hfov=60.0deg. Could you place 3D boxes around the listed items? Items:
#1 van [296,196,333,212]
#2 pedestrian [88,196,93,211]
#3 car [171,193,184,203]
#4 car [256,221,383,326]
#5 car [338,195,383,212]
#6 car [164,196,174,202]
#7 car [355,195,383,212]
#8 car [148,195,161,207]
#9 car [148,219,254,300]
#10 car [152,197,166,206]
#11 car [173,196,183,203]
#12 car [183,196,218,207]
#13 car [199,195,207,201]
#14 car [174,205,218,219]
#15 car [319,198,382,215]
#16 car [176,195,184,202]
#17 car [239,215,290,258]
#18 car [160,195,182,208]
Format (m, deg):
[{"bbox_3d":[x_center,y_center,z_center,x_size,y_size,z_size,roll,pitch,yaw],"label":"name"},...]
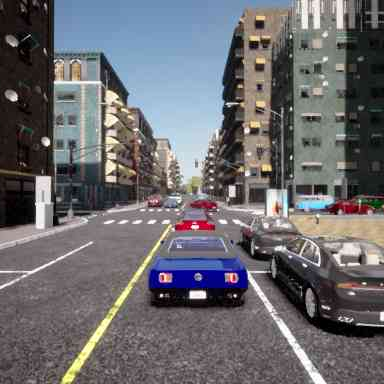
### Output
[{"bbox_3d":[13.863,1.296,37.514,3.998,1.788,1.690,0,0,1],"label":"van"},{"bbox_3d":[-12.421,1.347,40.729,0.375,1.860,0.375,0,0,1],"label":"pedestrian"},{"bbox_3d":[-2.923,1.244,58.710,2.150,2.045,5.566,0,0,1],"label":"car"},{"bbox_3d":[2.848,1.553,6.961,2.008,1.369,4.403,1,0,0],"label":"car"},{"bbox_3d":[19.390,1.228,37.460,5.009,1.841,2.192,0,0,1],"label":"car"},{"bbox_3d":[-5.471,1.597,78.641,1.947,1.339,4.313,1,0,0],"label":"car"},{"bbox_3d":[18.147,1.235,34.889,4.553,1.767,2.097,-1,-1,1],"label":"car"},{"bbox_3d":[-5.541,1.334,50.786,2.192,1.841,5.009,1,0,0],"label":"car"},{"bbox_3d":[0.121,1.603,8.347,1.895,1.301,4.718,0,0,0],"label":"car"},{"bbox_3d":[-5.530,1.566,56.357,1.887,1.381,4.507,1,0,0],"label":"car"},{"bbox_3d":[-2.827,1.591,68.652,1.994,1.385,4.181,0,0,0],"label":"car"},{"bbox_3d":[1.279,1.587,39.876,1.812,1.442,4.674,-2,1,-33],"label":"car"},{"bbox_3d":[2.938,1.581,89.721,1.887,1.381,4.507,1,0,0],"label":"car"},{"bbox_3d":[0.140,1.570,17.210,1.994,1.385,4.181,0,0,0],"label":"car"},{"bbox_3d":[13.780,1.413,29.133,4.206,1.307,1.802,0,0,1],"label":"car"},{"bbox_3d":[-2.791,1.532,79.061,1.837,1.490,4.892,0,0,0],"label":"car"},{"bbox_3d":[2.863,1.555,12.530,2.008,1.369,4.403,1,0,0],"label":"car"},{"bbox_3d":[-2.974,1.565,48.709,2.033,1.411,5.357,0,0,1],"label":"car"}]
